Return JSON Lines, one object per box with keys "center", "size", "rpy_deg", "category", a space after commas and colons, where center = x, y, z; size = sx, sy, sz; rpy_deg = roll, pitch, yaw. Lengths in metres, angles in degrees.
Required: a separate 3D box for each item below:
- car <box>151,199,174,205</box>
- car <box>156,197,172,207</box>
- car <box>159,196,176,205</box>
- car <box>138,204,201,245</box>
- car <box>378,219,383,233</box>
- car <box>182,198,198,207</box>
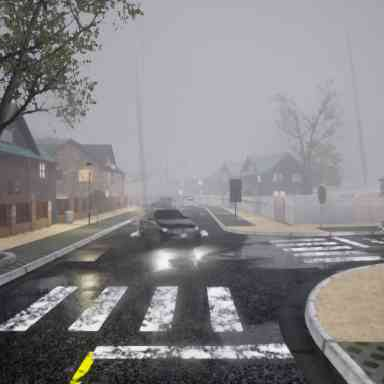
{"center": [-2.871, 1.554, 28.165], "size": [1.994, 1.385, 4.181], "rpy_deg": [0, 0, 0], "category": "car"}
{"center": [-4.521, 1.578, 52.722], "size": [1.812, 1.442, 4.674], "rpy_deg": [0, 0, -15], "category": "car"}
{"center": [-3.053, 1.336, 40.238], "size": [2.097, 1.767, 4.553], "rpy_deg": [0, 0, -3], "category": "car"}
{"center": [-1.257, 1.520, 15.728], "size": [1.812, 1.442, 4.674], "rpy_deg": [-1, 0, -23], "category": "car"}
{"center": [10.454, 1.241, 14.080], "size": [4.674, 1.442, 1.812], "rpy_deg": [-1, 0, 0], "category": "car"}
{"center": [-0.342, 1.526, 46.147], "size": [1.812, 1.442, 4.674], "rpy_deg": [0, 0, -6], "category": "car"}
